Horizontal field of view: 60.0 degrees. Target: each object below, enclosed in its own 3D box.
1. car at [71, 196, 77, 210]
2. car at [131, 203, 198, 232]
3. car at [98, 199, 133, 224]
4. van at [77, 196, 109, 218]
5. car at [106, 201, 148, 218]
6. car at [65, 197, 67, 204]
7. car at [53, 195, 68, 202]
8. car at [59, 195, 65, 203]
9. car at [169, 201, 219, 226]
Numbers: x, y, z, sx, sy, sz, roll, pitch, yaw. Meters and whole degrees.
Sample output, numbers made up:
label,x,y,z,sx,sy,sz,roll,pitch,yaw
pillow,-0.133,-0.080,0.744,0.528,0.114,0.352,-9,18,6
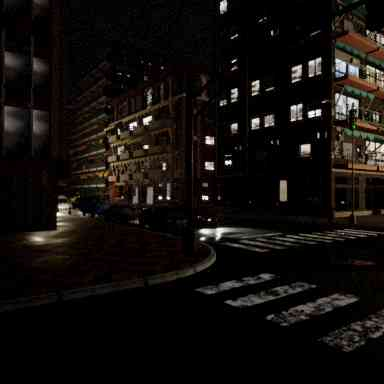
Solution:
label,x,y,z,sx,sy,sz,roll,pitch,yaw
car,-12.778,1.425,39.588,1.837,1.490,4.892,0,0,-35
car,-1.753,1.526,19.787,1.802,1.307,4.206,0,0,-36
car,-4.959,1.459,24.248,1.752,1.417,4.829,0,0,-36
van,-8.363,1.266,28.985,1.690,1.788,3.998,0,0,-36
car,-5.996,1.538,30.125,1.895,1.301,4.718,0,0,-36
car,-21.493,1.448,61.607,1.752,1.417,4.829,0,0,-36
car,-28.005,1.361,70.667,1.967,1.590,4.097,0,0,-36
car,-24.450,1.457,61.263,2.033,1.411,5.357,0,0,-35
car,-0.096,1.518,21.910,1.994,1.385,4.181,0,0,-36
